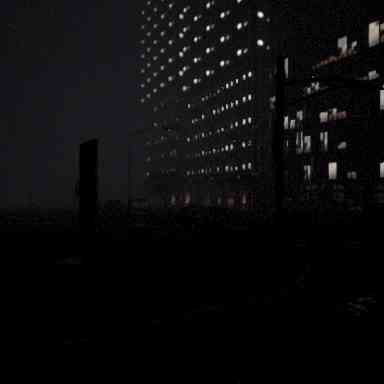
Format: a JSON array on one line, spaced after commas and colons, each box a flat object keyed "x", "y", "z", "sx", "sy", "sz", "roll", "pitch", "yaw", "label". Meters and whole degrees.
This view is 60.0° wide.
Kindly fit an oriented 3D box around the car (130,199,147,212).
[{"x": -8.905, "y": 2.077, "z": 53.247, "sx": 2.150, "sy": 2.045, "sz": 5.566, "roll": 0, "pitch": -1, "yaw": -26, "label": "car"}]

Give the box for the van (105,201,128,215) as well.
[{"x": -9.846, "y": 1.994, "z": 42.165, "sx": 1.690, "sy": 1.788, "sz": 3.998, "roll": -1, "pitch": -1, "yaw": -27, "label": "van"}]

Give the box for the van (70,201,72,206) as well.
[{"x": -24.949, "y": 2.605, "z": 72.340, "sx": 1.690, "sy": 1.788, "sz": 3.998, "roll": -1, "pitch": -1, "yaw": -27, "label": "van"}]

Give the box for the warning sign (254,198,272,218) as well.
[{"x": 6.974, "y": 1.554, "z": 32.663, "sx": 1.300, "sy": 1.860, "sz": 1.060, "roll": 1, "pitch": -1, "yaw": -27, "label": "warning sign"}]

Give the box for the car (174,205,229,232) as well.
[{"x": 0.228, "y": 1.815, "z": 22.043, "sx": 2.008, "sy": 1.369, "sz": 4.403, "roll": -1, "pitch": -1, "yaw": -27, "label": "car"}]

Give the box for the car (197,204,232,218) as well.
[{"x": 2.687, "y": 2.072, "z": 35.853, "sx": 1.947, "sy": 1.339, "sz": 4.313, "roll": -1, "pitch": -1, "yaw": -27, "label": "car"}]

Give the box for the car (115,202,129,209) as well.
[{"x": -14.934, "y": 2.791, "z": 71.059, "sx": 1.802, "sy": 1.307, "sz": 4.206, "roll": -1, "pitch": -1, "yaw": -27, "label": "car"}]

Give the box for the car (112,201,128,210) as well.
[{"x": -13.607, "y": 2.523, "z": 62.637, "sx": 1.882, "sy": 1.535, "sz": 5.008, "roll": 0, "pitch": -1, "yaw": -27, "label": "car"}]

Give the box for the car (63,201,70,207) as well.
[{"x": -29.980, "y": 3.017, "z": 82.397, "sx": 1.887, "sy": 1.381, "sz": 4.507, "roll": -1, "pitch": -1, "yaw": -27, "label": "car"}]

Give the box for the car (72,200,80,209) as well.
[{"x": -22.429, "y": 2.704, "z": 67.310, "sx": 1.887, "sy": 1.381, "sz": 4.507, "roll": -1, "pitch": -1, "yaw": -27, "label": "car"}]

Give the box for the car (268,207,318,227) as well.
[{"x": 7.721, "y": 1.865, "z": 25.794, "sx": 2.008, "sy": 1.369, "sz": 4.403, "roll": -1, "pitch": -1, "yaw": -27, "label": "car"}]
